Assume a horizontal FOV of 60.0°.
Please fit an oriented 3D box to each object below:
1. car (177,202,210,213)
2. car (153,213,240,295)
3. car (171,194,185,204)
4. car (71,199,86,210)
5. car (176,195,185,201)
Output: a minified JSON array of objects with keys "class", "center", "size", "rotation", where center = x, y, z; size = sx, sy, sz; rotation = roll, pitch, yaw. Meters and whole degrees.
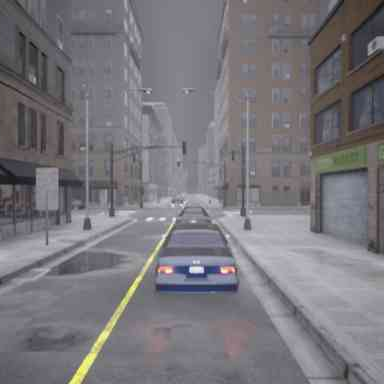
[{"class":"car","center":[0.095,1.524,19.399],"size":[1.994,1.385,4.181],"rotation":[0,0,1]},{"class":"car","center":[0.098,1.529,8.853],"size":[2.033,1.411,5.357],"rotation":[0,0,0]},{"class":"car","center":[-2.704,1.230,60.881],"size":[2.097,1.767,4.553],"rotation":[0,0,1]},{"class":"car","center":[-14.677,1.460,39.336],"size":[4.313,1.339,1.947],"rotation":[0,0,0]},{"class":"car","center":[-2.619,1.376,75.919],"size":[1.812,1.442,4.674],"rotation":[0,0,0]}]
